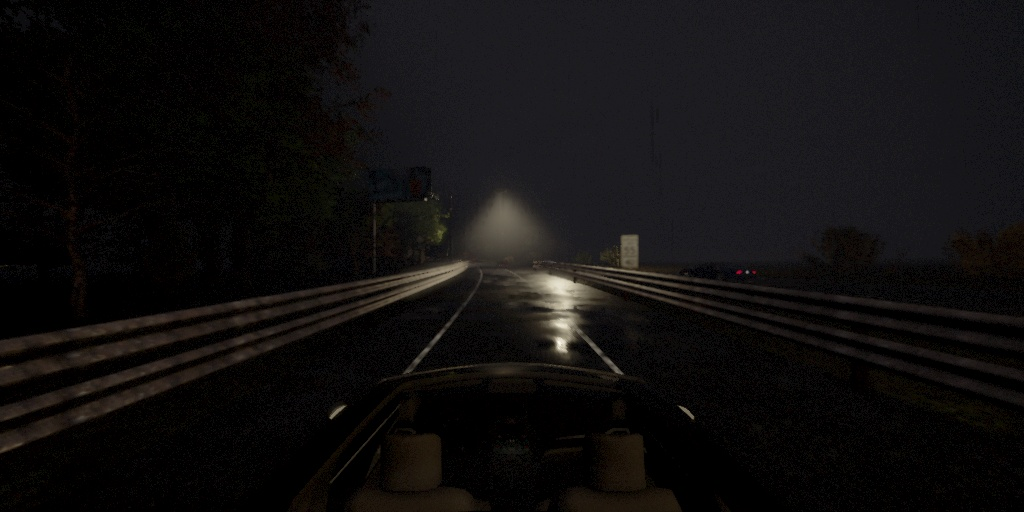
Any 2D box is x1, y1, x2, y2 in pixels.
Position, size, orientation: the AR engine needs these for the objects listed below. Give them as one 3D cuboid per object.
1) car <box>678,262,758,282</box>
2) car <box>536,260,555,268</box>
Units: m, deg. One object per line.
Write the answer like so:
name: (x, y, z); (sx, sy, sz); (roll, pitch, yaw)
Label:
car: (14.287, 1.093, 25.292); (2.033, 1.411, 5.357); (-1, 0, -17)
car: (5.070, 1.232, 54.840); (1.994, 1.385, 4.181); (-1, 0, -17)
